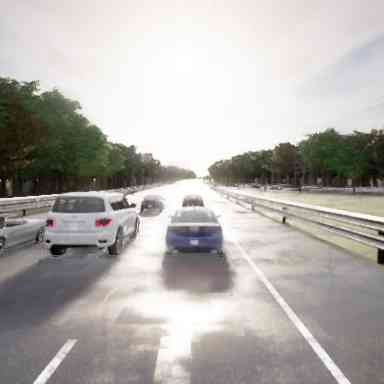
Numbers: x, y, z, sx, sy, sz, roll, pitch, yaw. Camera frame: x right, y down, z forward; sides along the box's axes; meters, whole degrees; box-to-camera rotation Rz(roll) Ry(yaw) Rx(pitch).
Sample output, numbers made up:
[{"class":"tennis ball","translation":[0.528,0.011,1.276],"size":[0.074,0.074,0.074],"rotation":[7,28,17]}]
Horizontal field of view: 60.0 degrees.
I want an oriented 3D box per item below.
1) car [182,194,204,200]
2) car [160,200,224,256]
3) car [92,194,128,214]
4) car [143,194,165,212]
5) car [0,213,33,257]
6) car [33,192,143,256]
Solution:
[{"class":"car","translation":[0.089,0.883,30.007],"size":[1.882,1.535,5.008],"rotation":[0,1,0]},{"class":"car","translation":[0.082,1.269,12.228],"size":[1.882,1.535,5.008],"rotation":[0,1,0]},{"class":"car","translation":[-6.914,0.942,28.529],"size":[1.837,1.490,4.892],"rotation":[0,1,0]},{"class":"car","translation":[-3.411,0.944,29.428],"size":[1.812,1.442,4.674],"rotation":[0,1,0]},{"class":"car","translation":[-6.918,1.400,11.824],"size":[1.895,1.301,4.718],"rotation":[0,1,0]},{"class":"car","translation":[-3.414,1.009,12.334],"size":[2.150,2.045,5.566],"rotation":[0,1,0]}]
